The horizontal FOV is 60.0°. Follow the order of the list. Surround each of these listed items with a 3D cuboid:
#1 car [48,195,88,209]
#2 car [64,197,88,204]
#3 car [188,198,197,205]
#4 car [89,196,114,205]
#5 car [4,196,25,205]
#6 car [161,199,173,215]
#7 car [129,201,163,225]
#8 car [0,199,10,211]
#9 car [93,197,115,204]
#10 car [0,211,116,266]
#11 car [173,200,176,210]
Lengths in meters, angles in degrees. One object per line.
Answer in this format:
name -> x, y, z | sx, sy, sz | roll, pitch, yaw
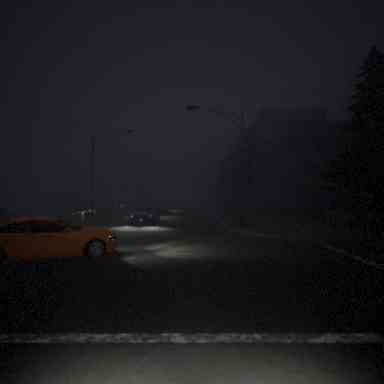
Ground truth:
car -> -17.212, 1.440, 45.742 | 4.605, 1.855, 1.932 | 0, 0, 0
car -> -24.977, 1.824, 71.526 | 4.514, 1.523, 2.007 | 0, 0, 0
car -> 0.163, 1.979, 68.092 | 2.128, 1.511, 4.902 | 0, 0, 0
car -> -17.612, 1.608, 61.442 | 5.027, 1.636, 2.152 | 0, 0, 0
car -> -34.993, 1.573, 64.594 | 4.605, 1.855, 1.932 | 0, 0, 0
car -> -3.565, 1.743, 37.072 | 1.882, 1.535, 5.008 | 0, 0, 0
car -> -3.581, 1.710, 25.725 | 1.812, 1.442, 4.674 | 0, 0, 0
car -> -17.363, 1.583, 27.157 | 3.633, 1.501, 1.845 | 0, 0, 0
car -> -17.931, 1.732, 67.859 | 3.806, 1.475, 1.970 | 0, 0, 0
car -> -5.148, 1.573, 11.458 | 5.008, 1.535, 1.882 | 0, 1, -26
car -> -3.540, 1.839, 50.478 | 1.882, 1.535, 5.008 | 0, -1, 0
